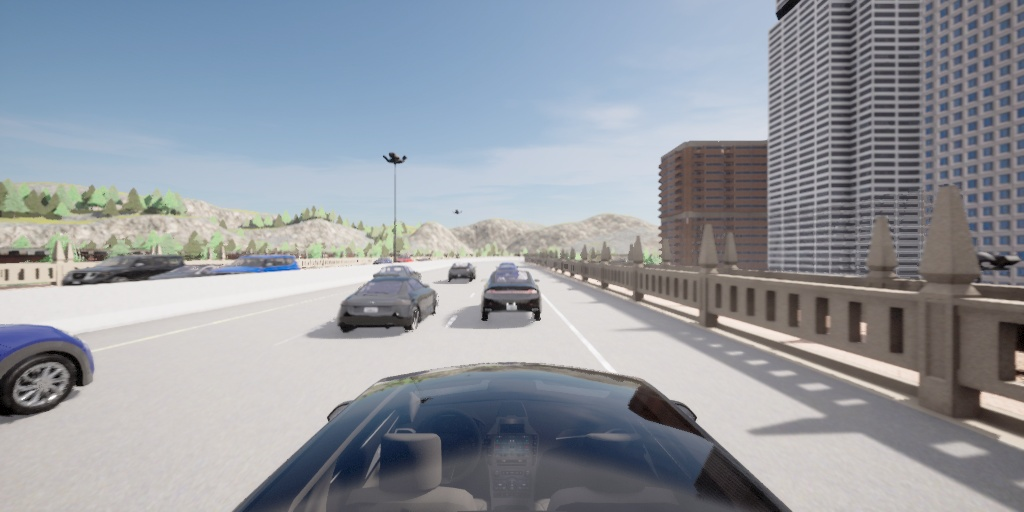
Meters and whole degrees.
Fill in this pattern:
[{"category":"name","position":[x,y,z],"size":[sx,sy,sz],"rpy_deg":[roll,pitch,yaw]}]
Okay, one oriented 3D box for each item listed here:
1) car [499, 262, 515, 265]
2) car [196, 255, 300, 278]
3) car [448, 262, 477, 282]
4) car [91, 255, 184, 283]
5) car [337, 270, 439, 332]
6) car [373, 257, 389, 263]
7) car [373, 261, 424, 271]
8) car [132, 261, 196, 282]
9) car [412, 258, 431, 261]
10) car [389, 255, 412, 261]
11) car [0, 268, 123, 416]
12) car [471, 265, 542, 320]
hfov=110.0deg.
[{"category":"car","position":[-0.374,1.237,29.279],"size":[1.812,1.442,4.674],"rpy_deg":[0,0,-1]},{"category":"car","position":[-14.385,0.954,20.399],"size":[2.150,2.045,5.566],"rpy_deg":[0,0,-1]},{"category":"car","position":[-3.842,1.206,28.237],"size":[2.128,1.511,4.902],"rpy_deg":[0,0,-1]},{"category":"car","position":[-21.385,0.958,20.312],"size":[2.150,2.045,5.566],"rpy_deg":[0,0,-1]},{"category":"car","position":[-3.522,1.303,10.888],"size":[1.994,1.385,4.181],"rpy_deg":[0,0,-1]},{"category":"car","position":[-22.132,1.031,61.528],"size":[2.097,1.767,4.553],"rpy_deg":[0,0,-1]},{"category":"car","position":[-7.235,1.272,22.804],"size":[2.033,1.411,5.357],"rpy_deg":[0,0,-1]},{"category":"car","position":[-17.885,1.226,20.430],"size":[2.128,1.511,4.902],"rpy_deg":[0,0,-1]},{"category":"car","position":[-15.142,1.152,61.718],"size":[1.882,1.535,5.008],"rpy_deg":[0,0,-1]},{"category":"car","position":[-18.633,0.899,61.537],"size":[2.150,2.045,5.566],"rpy_deg":[0,0,-1]},{"category":"car","position":[-6.942,1.103,3.121],"size":[2.097,1.767,4.553],"rpy_deg":[0,0,0]},{"category":"car","position":[-0.045,1.226,12.482],"size":[2.128,1.511,4.902],"rpy_deg":[0,0,-1]}]
